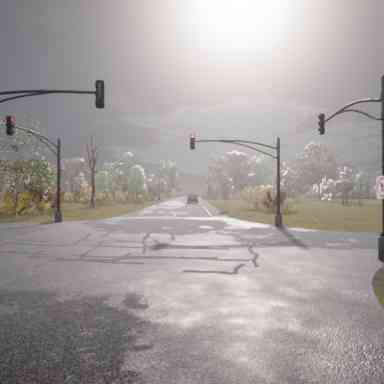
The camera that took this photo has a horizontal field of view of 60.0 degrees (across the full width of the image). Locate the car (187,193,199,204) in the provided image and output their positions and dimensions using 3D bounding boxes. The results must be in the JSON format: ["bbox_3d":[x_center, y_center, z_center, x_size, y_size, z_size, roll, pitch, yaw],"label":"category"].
[{"bbox_3d":[0.151,1.292,67.563,2.150,2.045,5.566,0,0,0],"label":"car"}]
